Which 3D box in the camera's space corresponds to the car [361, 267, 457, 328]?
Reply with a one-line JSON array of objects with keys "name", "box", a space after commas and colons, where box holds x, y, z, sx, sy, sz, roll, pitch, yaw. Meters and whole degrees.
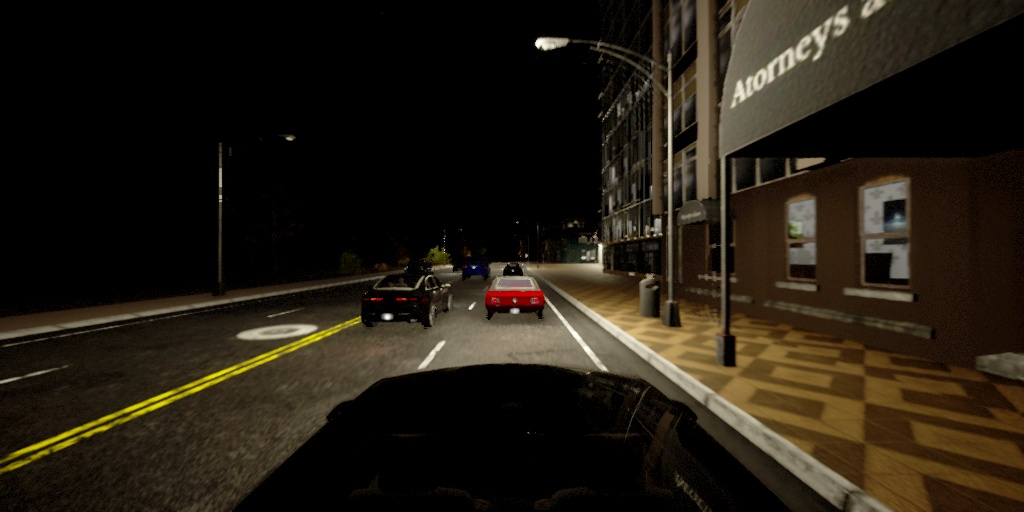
[{"name": "car", "box": [-3.153, 1.287, 11.495, 1.837, 1.490, 4.892, 0, 0, 0]}]

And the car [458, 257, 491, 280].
[{"name": "car", "box": [-3.153, 1.070, 32.251, 2.150, 2.045, 5.566, 0, 0, 0]}]

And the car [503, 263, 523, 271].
[{"name": "car", "box": [0.096, 1.427, 36.851, 1.994, 1.385, 4.181, 0, 0, 0]}]

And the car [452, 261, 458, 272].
[{"name": "car", "box": [-6.543, 1.398, 46.323, 1.837, 1.490, 4.892, 0, 0, 0]}]

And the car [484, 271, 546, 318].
[{"name": "car", "box": [0.095, 1.388, 13.079, 1.895, 1.301, 4.718, 0, 0, 0]}]

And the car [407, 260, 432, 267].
[{"name": "car", "box": [-9.833, 1.217, 37.881, 2.097, 1.767, 4.553, 0, 0, 0]}]
